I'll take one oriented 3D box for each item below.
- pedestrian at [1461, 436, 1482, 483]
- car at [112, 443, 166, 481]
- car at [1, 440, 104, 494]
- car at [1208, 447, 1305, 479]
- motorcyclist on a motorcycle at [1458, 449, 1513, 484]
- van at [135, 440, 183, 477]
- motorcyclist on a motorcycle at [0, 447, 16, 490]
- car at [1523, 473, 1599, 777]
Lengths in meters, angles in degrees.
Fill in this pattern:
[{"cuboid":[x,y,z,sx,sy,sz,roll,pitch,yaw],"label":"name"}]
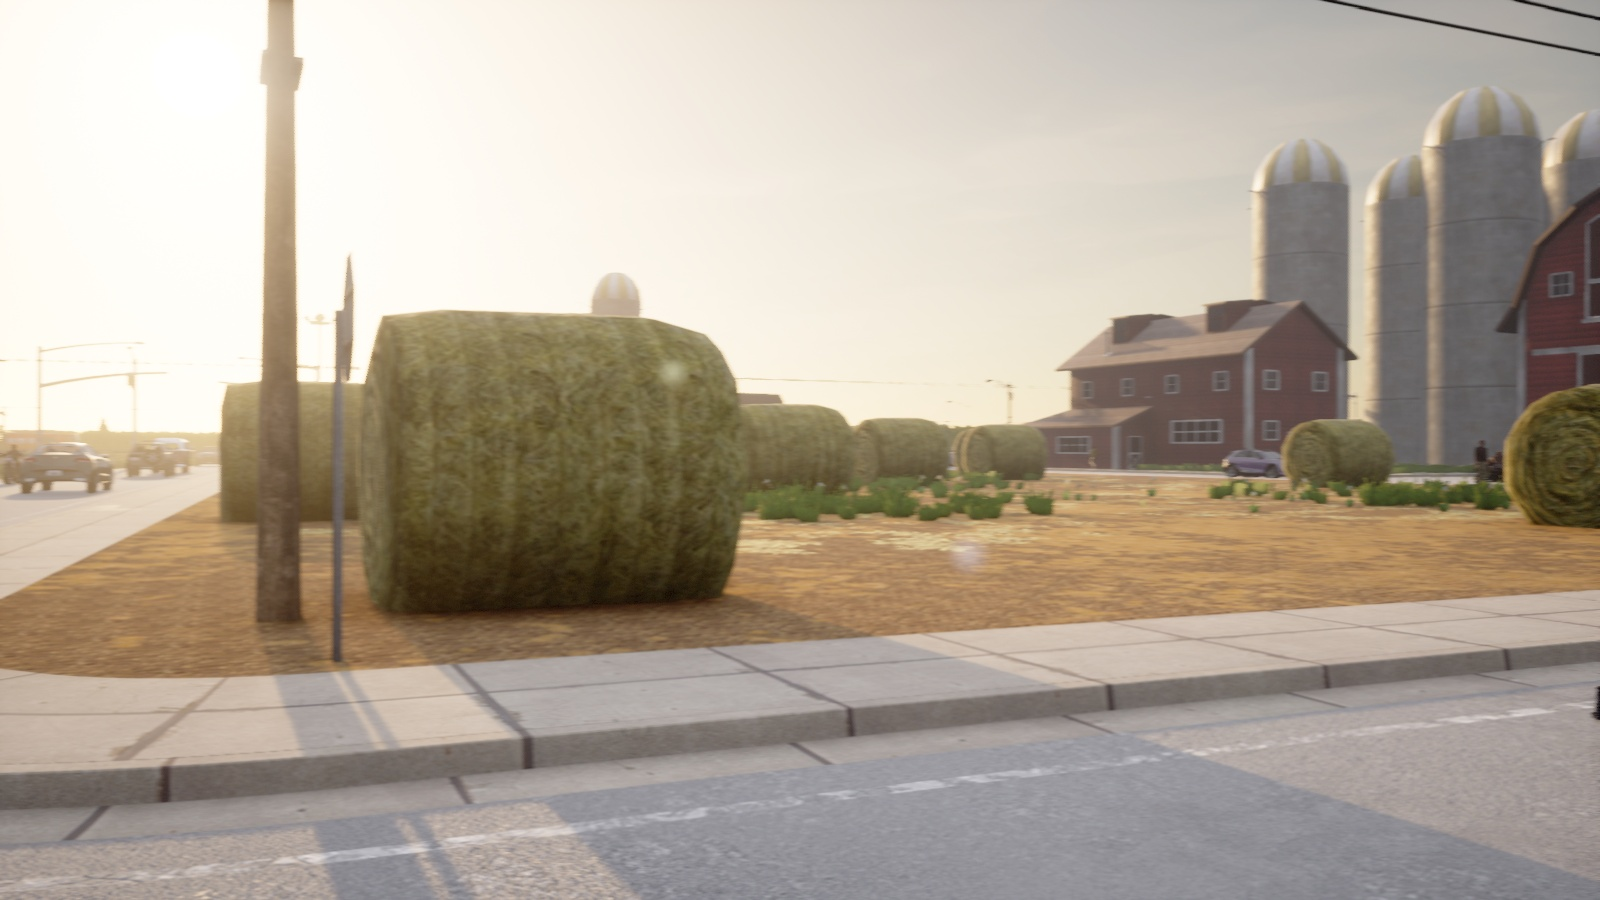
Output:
[{"cuboid":[26.607,0.383,49.786,0.431,1.840,0.703,0,0,-3],"label":"pedestrian"},{"cuboid":[-33.250,0.577,63.284,1.932,1.855,4.605,0,0,-22],"label":"car"},{"cuboid":[-24.476,0.523,41.305,2.152,1.651,5.027,0,0,-22],"label":"car"},{"cuboid":[24.336,0.661,67.162,2.033,1.649,4.856,0,0,-26],"label":"car"},{"cuboid":[30.079,0.705,55.166,0.797,1.523,2.044,0,0,-26],"label":"motorcyclist on a motorcycle"},{"cuboid":[-36.897,0.490,72.420,2.069,2.038,4.480,0,0,-22],"label":"van"},{"cuboid":[-31.405,0.703,49.223,0.766,1.649,2.350,0,0,-22],"label":"motorcyclist on a motorcycle"},{"cuboid":[5.831,0.807,6.092,4.181,1.385,1.994,0,0,-25],"label":"car"}]
